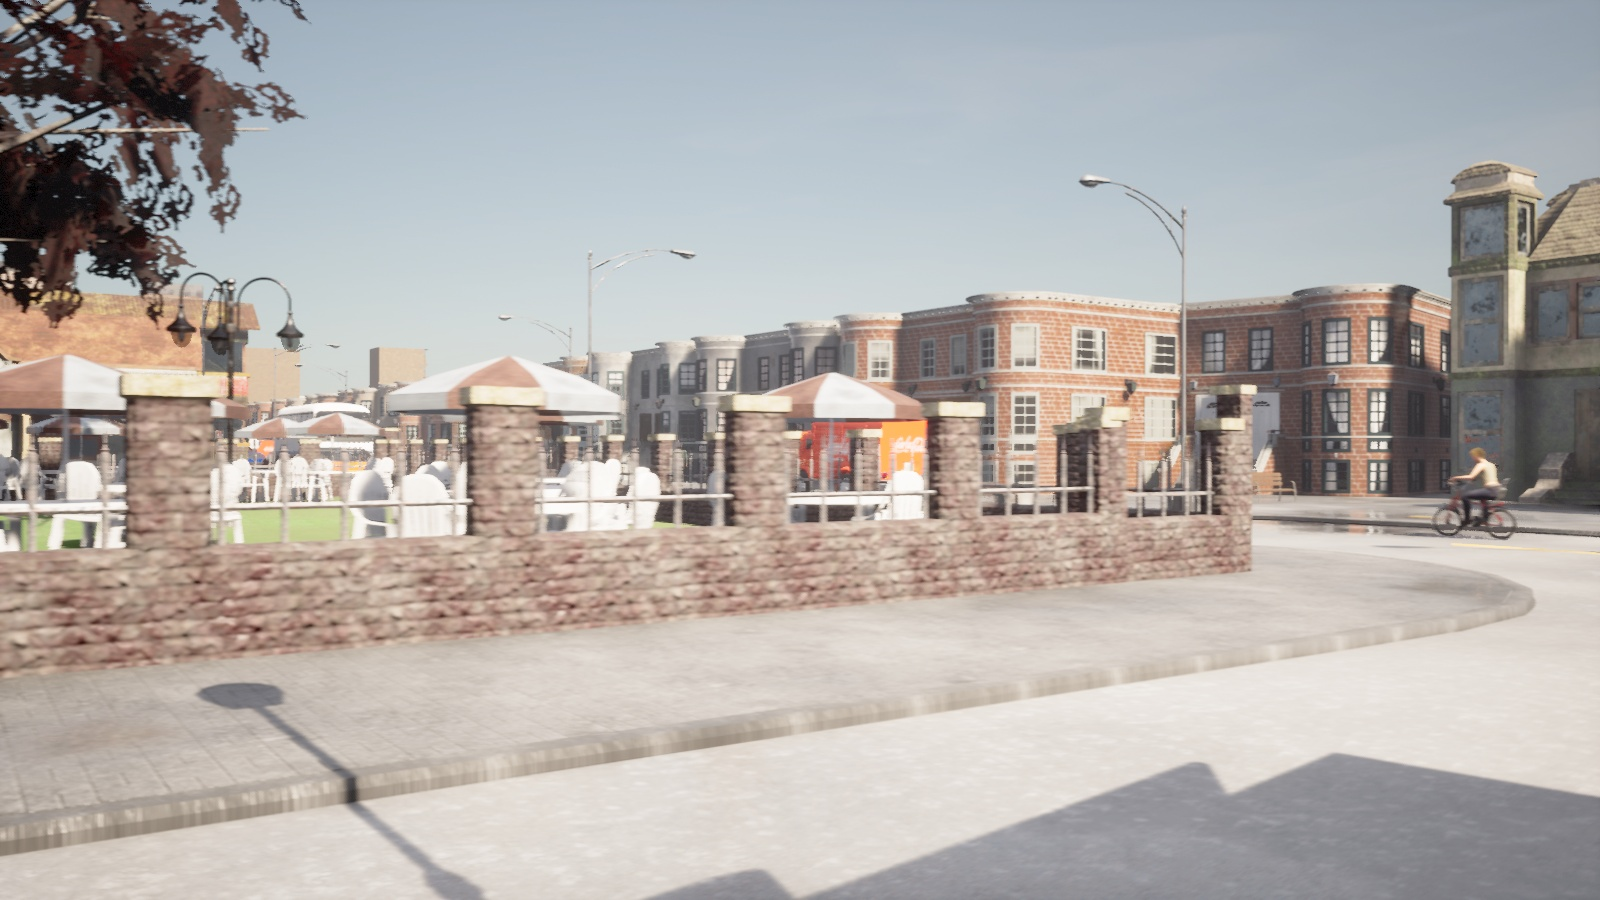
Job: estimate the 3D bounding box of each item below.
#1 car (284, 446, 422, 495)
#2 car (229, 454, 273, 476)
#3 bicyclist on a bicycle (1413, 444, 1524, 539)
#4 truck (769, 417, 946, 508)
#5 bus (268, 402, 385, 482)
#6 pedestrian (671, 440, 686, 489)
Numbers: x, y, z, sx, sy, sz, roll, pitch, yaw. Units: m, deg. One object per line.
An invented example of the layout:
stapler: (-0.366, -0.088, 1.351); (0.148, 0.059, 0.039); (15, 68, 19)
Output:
car: (-16.919, 0.756, 47.611); (4.553, 1.767, 2.097); (0, 0, -35)
car: (-38.473, 1.019, 87.959); (1.882, 1.535, 5.008); (0, 0, -35)
bicyclist on a bicycle: (11.839, 0.711, 22.275); (0.866, 1.612, 1.509); (-1, 0, -32)
truck: (1.598, 0.346, 37.213); (2.627, 2.467, 5.204); (0, 0, -35)
bus: (-27.177, -0.398, 71.682); (3.944, 4.253, 10.273); (0, 0, -34)
pedestrian: (-4.924, 0.590, 50.956); (0.423, 1.949, 0.788); (0, 0, -21)
